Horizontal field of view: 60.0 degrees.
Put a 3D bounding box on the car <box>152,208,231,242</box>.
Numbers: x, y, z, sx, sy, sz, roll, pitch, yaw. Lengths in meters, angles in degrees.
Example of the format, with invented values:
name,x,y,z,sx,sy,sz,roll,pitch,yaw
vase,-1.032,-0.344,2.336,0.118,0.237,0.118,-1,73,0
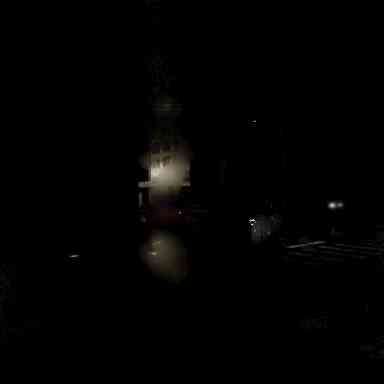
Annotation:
name,x,y,z,sx,sy,sz,roll,pitch,yaw
car,-0.150,1.778,17.652,1.802,1.307,4.206,-1,0,-36

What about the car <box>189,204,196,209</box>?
name,x,y,z,sx,sy,sz,roll,pitch,yaw
car,0.288,1.804,31.705,1.752,1.417,4.829,-1,0,-36

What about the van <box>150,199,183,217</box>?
name,x,y,z,sx,sy,sz,roll,pitch,yaw
van,-2.816,1.689,36.045,1.690,1.788,3.998,-1,0,-36

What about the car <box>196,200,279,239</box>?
name,x,y,z,sx,sy,sz,roll,pitch,yaw
car,2.580,1.518,18.394,2.097,1.767,4.553,0,0,-35

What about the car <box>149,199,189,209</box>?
name,x,y,z,sx,sy,sz,roll,pitch,yaw
car,-2.593,1.630,25.668,2.097,1.767,4.553,0,0,-36

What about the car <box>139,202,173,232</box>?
name,x,y,z,sx,sy,sz,roll,pitch,yaw
car,-3.353,1.706,22.132,1.967,1.590,4.097,-1,0,-36
